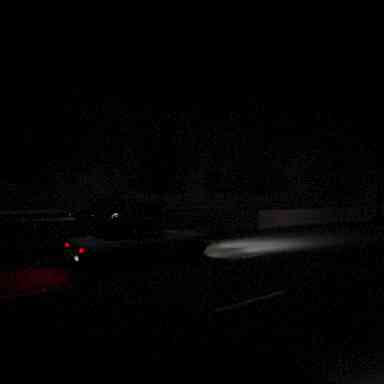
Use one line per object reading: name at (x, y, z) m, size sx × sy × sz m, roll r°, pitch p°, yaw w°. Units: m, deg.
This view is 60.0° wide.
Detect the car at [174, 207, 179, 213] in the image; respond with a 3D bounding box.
car at (-3.838, 1.901, 35.919) m, size 4.718 × 1.301 × 1.895 m, roll 0°, pitch -1°, yaw -34°

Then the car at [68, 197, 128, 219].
car at (-7.742, 1.478, 28.834) m, size 5.566 × 2.045 × 2.150 m, roll 0°, pitch -1°, yaw -36°

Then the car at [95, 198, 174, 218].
car at (-3.903, 1.549, 22.941) m, size 4.553 × 1.767 × 2.097 m, roll 0°, pitch -1°, yaw -36°

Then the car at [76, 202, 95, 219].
car at (-5.992, 1.718, 25.750) m, size 4.902 × 1.511 × 2.128 m, roll 0°, pitch -1°, yaw -36°

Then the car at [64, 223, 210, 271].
car at (-1.677, 1.698, 11.282) m, size 4.718 × 1.301 × 1.895 m, roll 0°, pitch -1°, yaw -37°
